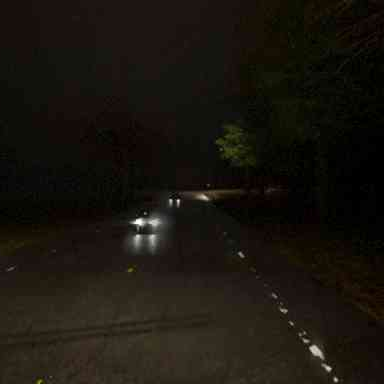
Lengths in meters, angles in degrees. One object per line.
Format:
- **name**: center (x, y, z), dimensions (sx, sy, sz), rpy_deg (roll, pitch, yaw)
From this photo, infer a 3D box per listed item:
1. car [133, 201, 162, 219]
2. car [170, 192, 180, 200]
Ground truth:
- **car**: center (-3.594, 1.442, 27.591), dimensions (1.994, 1.385, 4.181), rpy_deg (0, 1, 0)
- **car**: center (-3.494, 0.721, 67.979), dimensions (1.837, 1.490, 4.892), rpy_deg (0, 2, 0)
